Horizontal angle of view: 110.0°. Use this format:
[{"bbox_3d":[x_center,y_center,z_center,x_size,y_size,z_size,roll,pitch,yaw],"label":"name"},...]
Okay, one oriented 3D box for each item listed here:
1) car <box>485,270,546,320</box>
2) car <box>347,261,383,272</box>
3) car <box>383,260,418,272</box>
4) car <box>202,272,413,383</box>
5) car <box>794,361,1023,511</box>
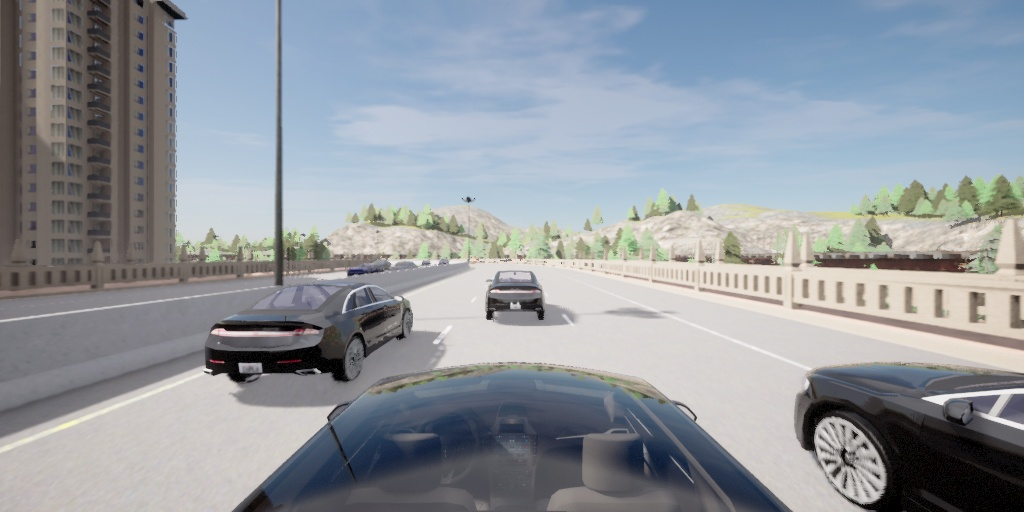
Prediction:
[{"bbox_3d":[0.103,1.243,12.693,2.128,1.511,4.902,0,0,0],"label":"car"},{"bbox_3d":[-14.087,1.384,34.652,1.895,1.301,4.718,0,0,0],"label":"car"},{"bbox_3d":[-10.588,1.290,35.136,1.837,1.490,4.892,0,0,0],"label":"car"},{"bbox_3d":[-3.398,1.242,7.087,2.128,1.511,4.902,0,0,0],"label":"car"},{"bbox_3d":[3.601,1.242,1.419,2.128,1.511,4.902,0,0,0],"label":"car"}]
